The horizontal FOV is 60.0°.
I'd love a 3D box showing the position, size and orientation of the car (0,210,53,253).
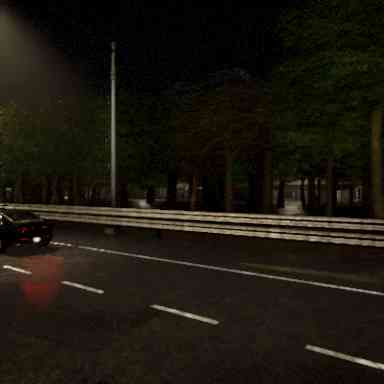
[{"bbox_3d":[-7.687,1.503,13.666,4.892,1.490,1.837,0,0,36],"label":"car"}]
